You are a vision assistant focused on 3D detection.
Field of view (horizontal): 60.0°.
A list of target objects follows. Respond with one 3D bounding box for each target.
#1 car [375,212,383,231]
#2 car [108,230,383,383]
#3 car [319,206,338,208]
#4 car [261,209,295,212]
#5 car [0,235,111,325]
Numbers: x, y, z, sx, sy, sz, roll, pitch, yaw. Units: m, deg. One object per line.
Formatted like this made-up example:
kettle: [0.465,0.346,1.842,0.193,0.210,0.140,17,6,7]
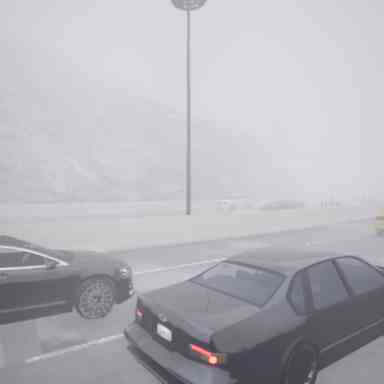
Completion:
car: [11.405,1.492,17.487,5.008,1.535,1.882,0,0,-41]
car: [1.707,1.554,5.087,5.357,1.411,2.033,0,0,-37]
car: [14.237,1.638,34.766,1.895,1.301,4.718,0,0,45]
car: [9.106,1.519,34.653,5.008,1.535,1.882,0,0,-44]
car: [-3.397,1.504,5.696,4.902,1.511,2.128,0,0,-36]
